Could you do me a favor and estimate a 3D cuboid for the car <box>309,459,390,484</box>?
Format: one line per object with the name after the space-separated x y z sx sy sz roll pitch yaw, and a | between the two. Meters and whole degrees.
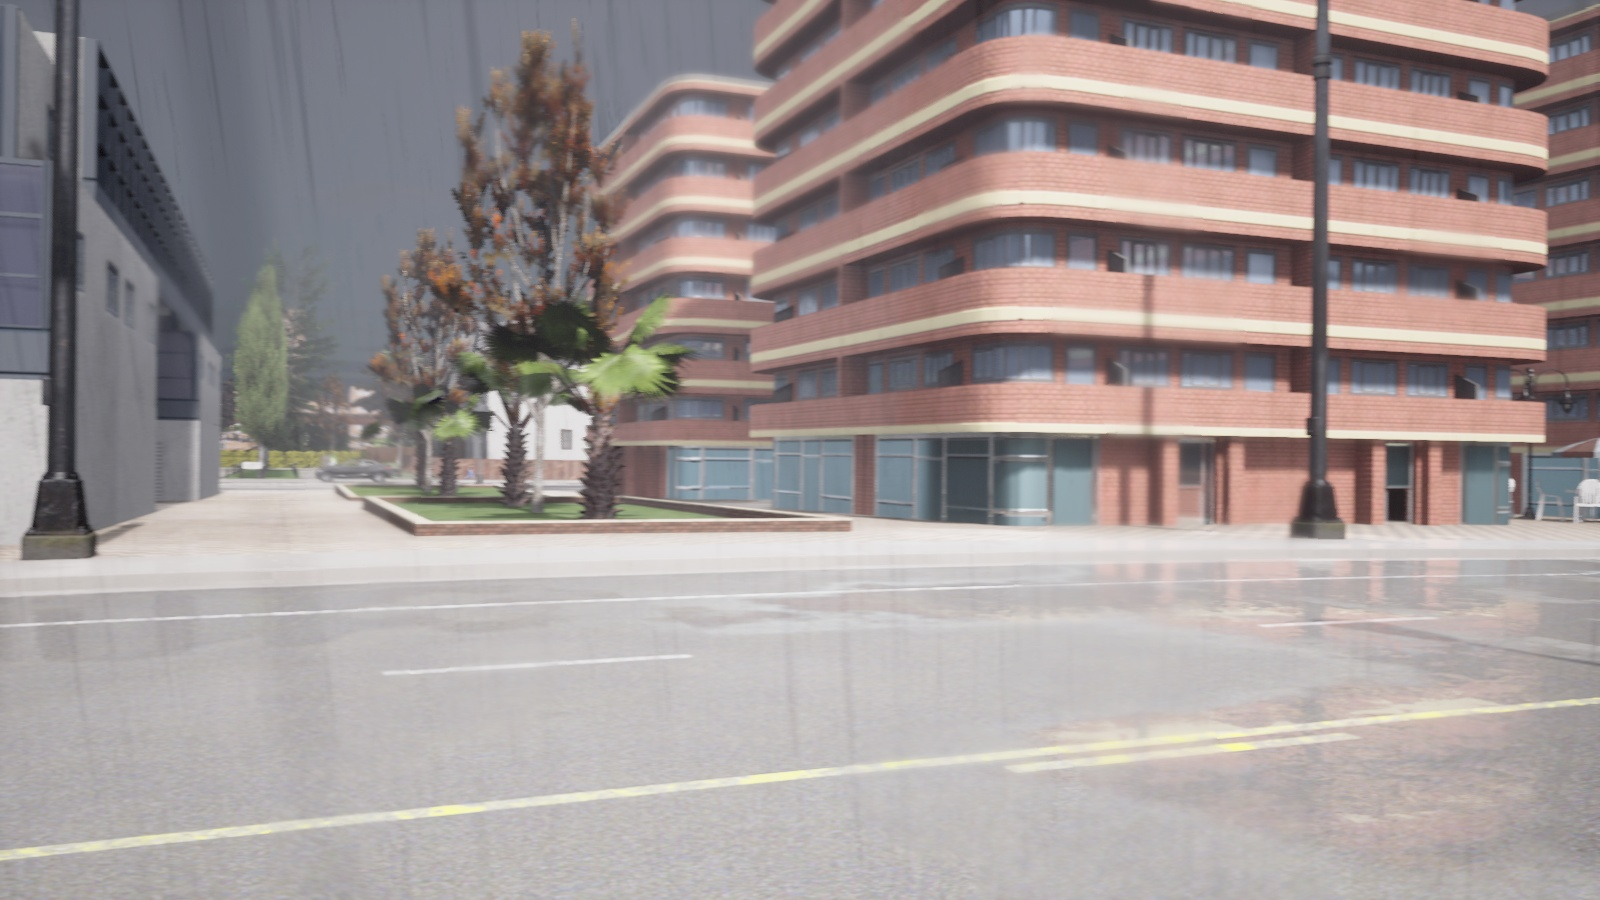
-30.337 1.420 84.492 5.027 1.651 2.152 1 0 -22 | car
